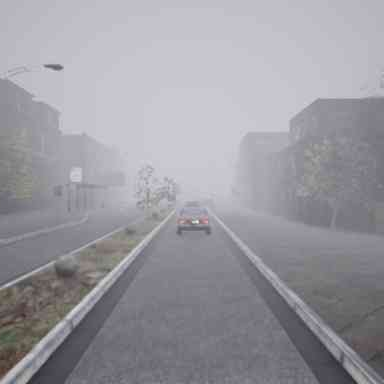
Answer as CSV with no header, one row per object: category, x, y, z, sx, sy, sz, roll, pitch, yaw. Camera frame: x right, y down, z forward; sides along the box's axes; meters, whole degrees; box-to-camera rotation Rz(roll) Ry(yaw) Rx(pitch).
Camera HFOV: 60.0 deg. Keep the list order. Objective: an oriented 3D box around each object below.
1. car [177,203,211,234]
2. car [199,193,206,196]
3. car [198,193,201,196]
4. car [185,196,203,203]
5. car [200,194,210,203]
car,0.094,1.571,19.324,2.033,1.411,5.357,0,0,0
car,2.998,1.604,67.897,2.231,1.521,4.892,0,0,0
car,2.998,1.635,73.455,2.163,1.488,4.792,0,0,0
car,0.101,1.586,42.661,1.837,1.490,4.892,0,0,0
car,2.998,1.598,62.249,2.231,1.521,4.892,0,0,0
